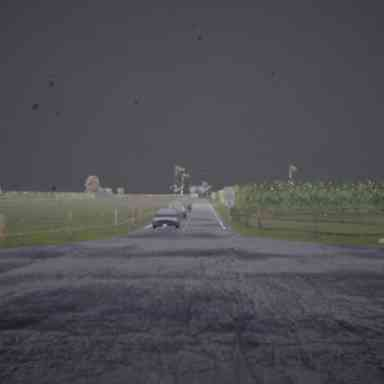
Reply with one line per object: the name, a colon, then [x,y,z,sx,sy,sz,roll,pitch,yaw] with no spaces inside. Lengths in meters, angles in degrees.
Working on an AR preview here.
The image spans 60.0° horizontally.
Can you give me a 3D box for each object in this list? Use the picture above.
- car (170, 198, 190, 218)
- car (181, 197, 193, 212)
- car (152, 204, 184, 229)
car: [-1.584,1.769,34.950,2.097,1.767,4.553,0,-1,2]
car: [-1.087,1.802,49.364,2.150,2.045,5.566,0,-1,2]
car: [-1.817,1.844,24.488,2.033,1.411,5.357,0,-1,-1]
